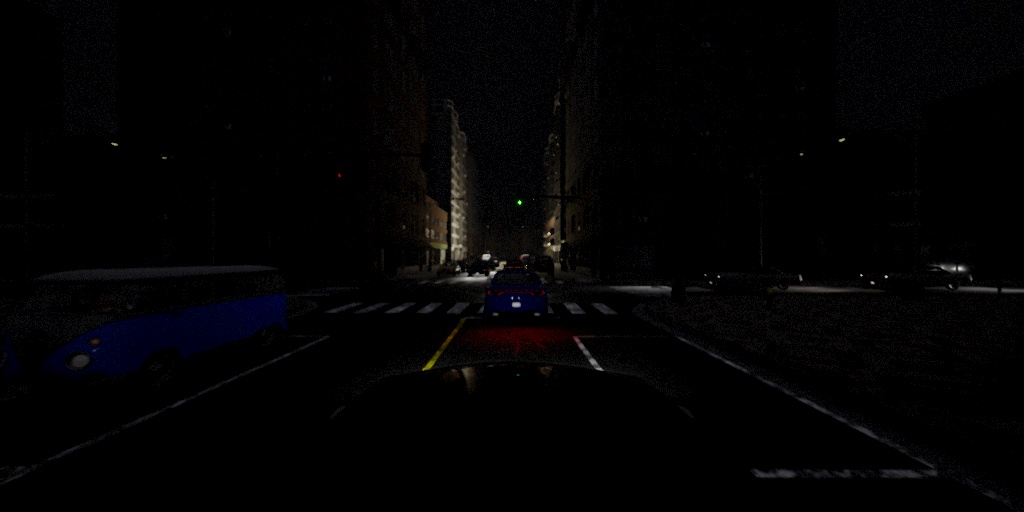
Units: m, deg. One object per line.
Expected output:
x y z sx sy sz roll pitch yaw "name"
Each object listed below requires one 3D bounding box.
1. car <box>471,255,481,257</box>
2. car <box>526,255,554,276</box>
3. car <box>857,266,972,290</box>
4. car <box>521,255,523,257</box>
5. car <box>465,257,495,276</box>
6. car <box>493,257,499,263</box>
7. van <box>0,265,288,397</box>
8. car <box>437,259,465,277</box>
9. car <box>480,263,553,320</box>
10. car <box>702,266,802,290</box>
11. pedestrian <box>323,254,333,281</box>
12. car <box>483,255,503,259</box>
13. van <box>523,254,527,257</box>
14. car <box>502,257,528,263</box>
-5.718 0.978 50.163 1.751 1.417 4.829 0 0 0 "car"
2.759 0.878 33.316 2.192 1.841 5.009 0 0 0 "car"
22.998 1.238 20.655 4.718 1.301 1.895 0 0 1 "car"
2.842 0.901 61.769 1.751 1.417 4.829 0 0 0 "car"
-3.006 1.109 33.731 2.033 1.411 5.357 0 0 0 "car"
-2.961 1.098 43.644 1.895 1.301 4.718 0 0 0 "car"
-5.846 1.071 6.351 1.690 1.789 3.998 0 0 0 "van"
-5.768 1.090 33.198 1.751 1.417 4.829 0 0 0 "car"
0.128 1.171 12.423 1.882 1.535 5.008 0 1 0 "car"
13.757 1.233 20.813 4.718 1.301 1.895 0 0 1 "car"
-12.487 0.759 24.332 0.375 1.860 0.375 0 0 1 "pedestrian"
-2.889 0.973 54.302 2.033 1.411 5.357 0 0 1 "car"
2.808 0.793 50.286 1.690 1.789 3.998 0 0 0 "van"
0.187 1.077 32.111 1.837 1.490 4.892 0 0 0 "car"
